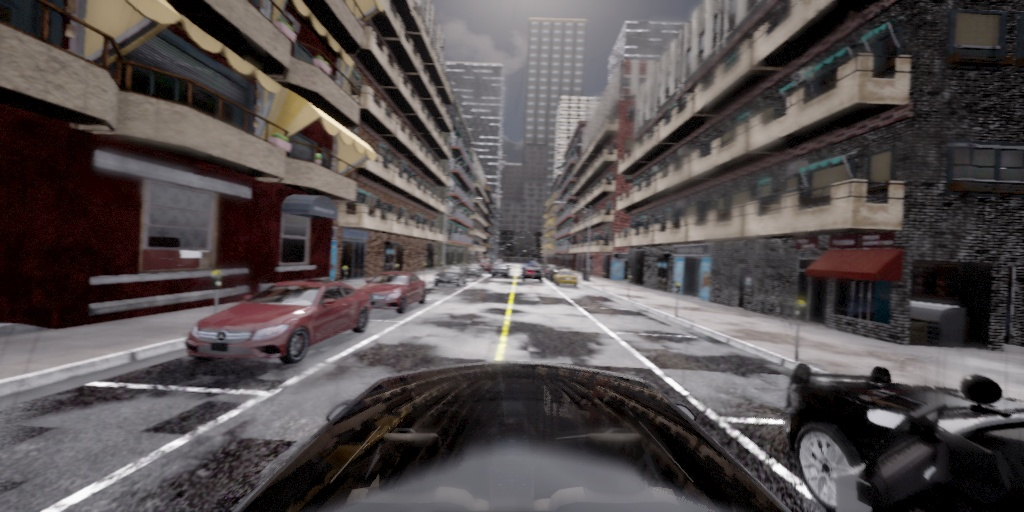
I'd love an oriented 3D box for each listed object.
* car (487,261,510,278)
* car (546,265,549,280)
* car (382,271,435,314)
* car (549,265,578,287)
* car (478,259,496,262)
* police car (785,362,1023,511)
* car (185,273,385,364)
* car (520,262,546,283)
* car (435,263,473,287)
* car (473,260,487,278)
[{"bbox_3d":[-1.161,1.549,37.931,2.033,1.411,5.357,3,-1,2],"label":"car"},{"bbox_3d":[4.464,1.817,35.360,1.948,1.339,4.313,0,0,1],"label":"car"},{"bbox_3d":[-4.322,1.220,13.145,1.802,1.307,4.207,0,0,1],"label":"car"},{"bbox_3d":[4.363,1.724,29.929,1.751,1.417,4.829,0,0,1],"label":"car"},{"bbox_3d":[-3.696,1.270,46.750,2.192,1.841,5.009,0,0,1],"label":"car"},{"bbox_3d":[3.550,1.344,1.510,1.930,1.638,5.238,3,0,1],"label":"police car"},{"bbox_3d":[-4.427,1.168,7.544,1.802,1.307,4.207,0,0,1],"label":"car"},{"bbox_3d":[1.865,1.616,33.631,1.837,1.490,4.892,3,0,1],"label":"car"},{"bbox_3d":[-4.113,1.294,24.347,2.007,1.370,4.403,0,0,1],"label":"car"},{"bbox_3d":[-3.904,1.399,35.549,2.007,1.370,4.403,0,0,1],"label":"car"}]
